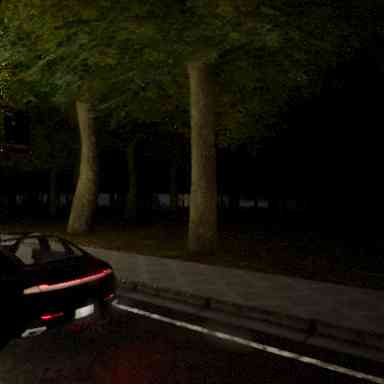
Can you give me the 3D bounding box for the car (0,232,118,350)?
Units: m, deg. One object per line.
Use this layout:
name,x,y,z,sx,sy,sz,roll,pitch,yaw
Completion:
car,-3.514,1.509,6.190,4.902,1.511,2.128,0,0,35
